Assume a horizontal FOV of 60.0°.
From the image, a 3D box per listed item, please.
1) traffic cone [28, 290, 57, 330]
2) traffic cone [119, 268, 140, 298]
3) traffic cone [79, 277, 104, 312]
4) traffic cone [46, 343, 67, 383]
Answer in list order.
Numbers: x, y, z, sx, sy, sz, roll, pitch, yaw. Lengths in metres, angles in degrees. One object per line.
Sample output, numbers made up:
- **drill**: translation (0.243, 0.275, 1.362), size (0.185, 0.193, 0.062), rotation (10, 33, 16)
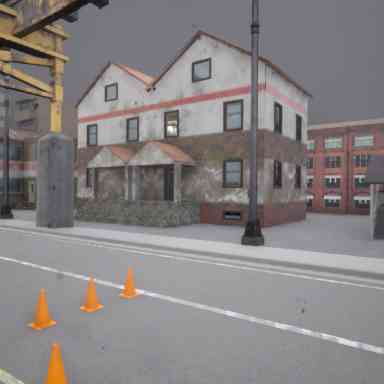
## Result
- **traffic cone**: translation (-2.525, 1.949, 5.613), size (0.340, 0.580, 0.340), rotation (0, 0, 36)
- **traffic cone**: translation (-1.355, 1.949, 7.235), size (0.340, 0.580, 0.340), rotation (0, 0, 36)
- **traffic cone**: translation (-1.940, 1.949, 6.424), size (0.340, 0.580, 0.340), rotation (0, 0, 36)
- **traffic cone**: translation (-1.488, 1.952, 3.632), size (0.340, 0.580, 0.340), rotation (0, 0, 36)
